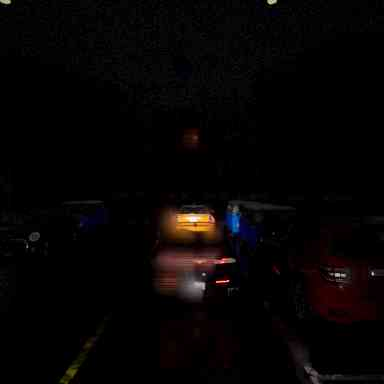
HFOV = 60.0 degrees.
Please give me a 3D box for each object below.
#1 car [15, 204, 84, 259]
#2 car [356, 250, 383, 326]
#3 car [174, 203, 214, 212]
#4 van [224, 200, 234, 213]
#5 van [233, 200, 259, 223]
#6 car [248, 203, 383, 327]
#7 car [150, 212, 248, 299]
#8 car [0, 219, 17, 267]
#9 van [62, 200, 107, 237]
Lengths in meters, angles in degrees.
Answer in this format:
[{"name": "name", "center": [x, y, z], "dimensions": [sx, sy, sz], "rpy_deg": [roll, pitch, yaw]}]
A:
[{"name": "car", "center": [-5.784, 1.441, 12.358], "dimensions": [1.967, 1.590, 4.097], "rpy_deg": [0, 0, 0]}, {"name": "car", "center": [2.760, 1.440, 1.497], "dimensions": [1.967, 1.590, 4.097], "rpy_deg": [0, 0, 0]}, {"name": "car", "center": [0.109, 1.353, 17.505], "dimensions": [2.097, 1.767, 4.553], "rpy_deg": [0, 0, 1]}, {"name": "van", "center": [2.732, 1.342, 17.810], "dimensions": [1.690, 1.788, 3.998], "rpy_deg": [0, 0, 0]}, {"name": "van", "center": [2.741, 1.342, 12.372], "dimensions": [1.690, 1.788, 3.998], "rpy_deg": [0, 0, 0]}, {"name": "car", "center": [2.751, 1.315, 6.935], "dimensions": [2.192, 1.841, 5.009], "rpy_deg": [0, 0, 0]}, {"name": "car", "center": [0.089, 1.492, 8.456], "dimensions": [2.128, 1.511, 4.902], "rpy_deg": [0, 0, 0]}, {"name": "car", "center": [-5.774, 1.526, 6.750], "dimensions": [1.752, 1.417, 4.829], "rpy_deg": [0, 0, 0]}, {"name": "van", "center": [-5.793, 1.342, 17.795], "dimensions": [1.690, 1.788, 3.998], "rpy_deg": [0, 0, 0]}]
